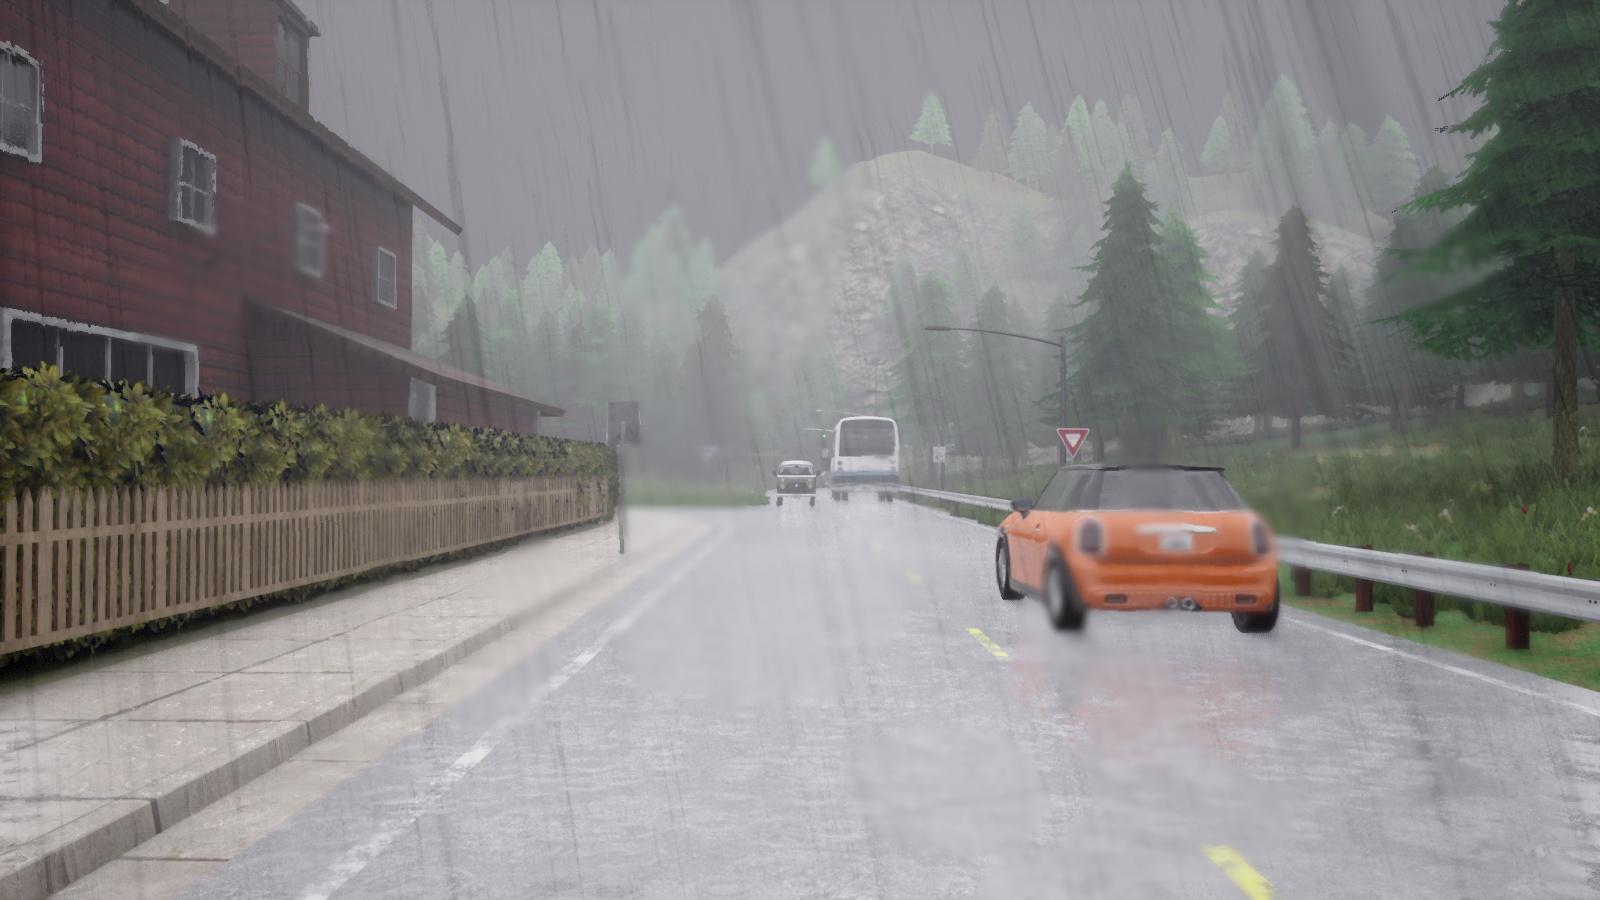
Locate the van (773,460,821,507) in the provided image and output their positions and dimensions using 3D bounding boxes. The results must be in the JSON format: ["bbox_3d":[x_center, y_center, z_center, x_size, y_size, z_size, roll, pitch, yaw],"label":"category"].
[{"bbox_3d":[-0.149,1.482,56.337,2.069,2.038,4.480,0,-1,0],"label":"van"}]

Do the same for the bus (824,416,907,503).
[{"bbox_3d":[3.334,0.547,67.022,3.944,4.253,10.273,0,-1,0],"label":"bus"}]

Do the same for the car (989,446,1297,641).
[{"bbox_3d":[3.464,0.889,13.709,2.097,1.767,4.553,0,-1,0],"label":"car"}]
